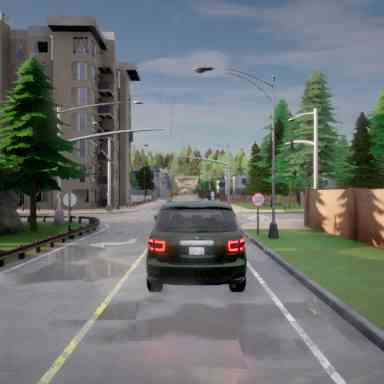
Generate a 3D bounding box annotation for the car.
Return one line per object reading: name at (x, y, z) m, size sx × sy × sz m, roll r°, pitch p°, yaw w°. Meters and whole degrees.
car at (0.095, 1.221, 9.060) m, size 2.150 × 2.045 × 5.566 m, roll 0°, pitch 0°, yaw 0°
